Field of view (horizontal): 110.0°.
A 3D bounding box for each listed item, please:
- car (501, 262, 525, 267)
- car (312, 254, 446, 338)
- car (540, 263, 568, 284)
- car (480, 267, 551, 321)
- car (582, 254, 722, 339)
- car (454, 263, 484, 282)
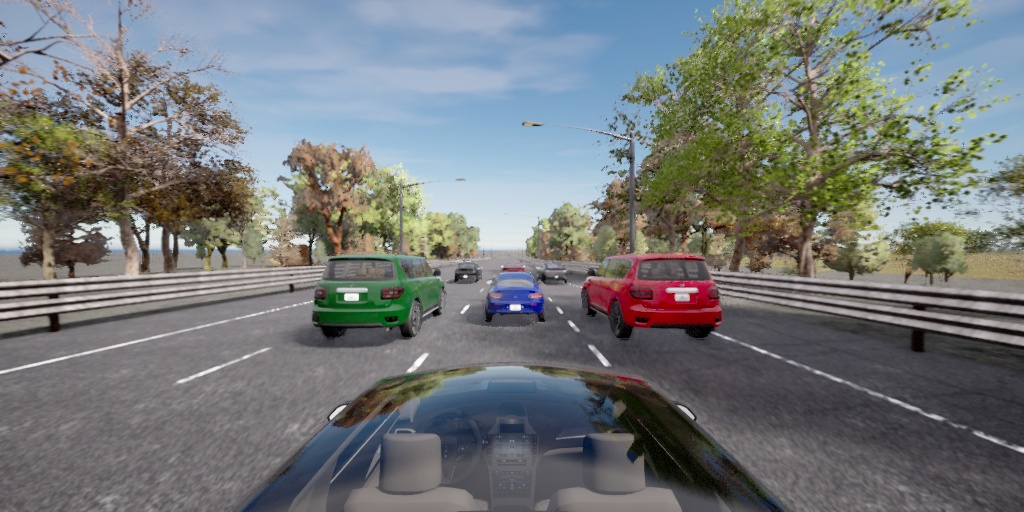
[{"bbox_3d":[0.104,1.228,30.207,1.882,1.535,5.008,0,0,0],"label":"car"},{"bbox_3d":[-3.401,0.969,10.287,2.150,2.045,5.566,0,0,0],"label":"car"},{"bbox_3d":[2.935,1.243,26.966,2.128,1.511,4.902,0,0,-3],"label":"car"},{"bbox_3d":[0.096,1.274,12.321,1.812,1.442,4.674,0,0,0],"label":"car"},{"bbox_3d":[3.539,0.969,10.215,2.150,2.045,5.566,0,0,-1],"label":"car"},{"bbox_3d":[-3.408,1.254,28.617,1.837,1.490,4.892,0,0,0],"label":"car"}]
